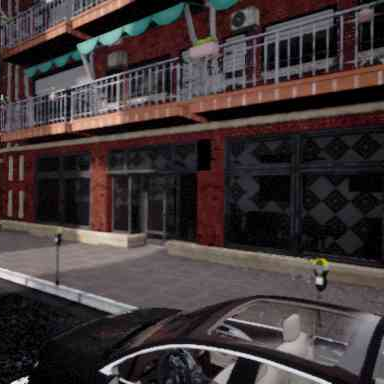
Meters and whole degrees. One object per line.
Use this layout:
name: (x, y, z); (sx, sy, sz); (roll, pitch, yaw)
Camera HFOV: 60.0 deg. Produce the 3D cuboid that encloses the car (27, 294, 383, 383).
car: (0.467, 1.545, 2.534); (4.403, 1.369, 2.008); (0, 1, 36)
